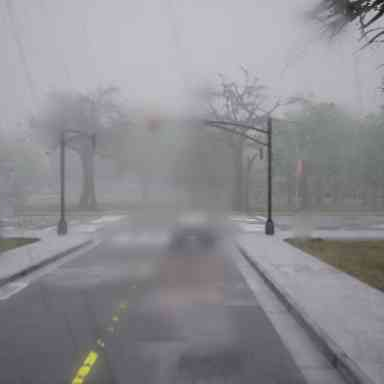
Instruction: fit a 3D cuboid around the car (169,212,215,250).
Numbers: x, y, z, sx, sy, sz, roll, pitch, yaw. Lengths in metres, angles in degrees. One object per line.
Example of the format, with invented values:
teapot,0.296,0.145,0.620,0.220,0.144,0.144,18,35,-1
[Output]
car,-0.015,1.602,14.644,1.812,1.442,4.674,0,0,-1
